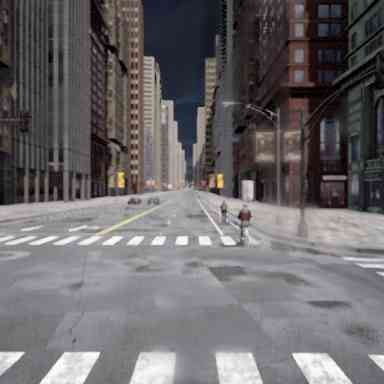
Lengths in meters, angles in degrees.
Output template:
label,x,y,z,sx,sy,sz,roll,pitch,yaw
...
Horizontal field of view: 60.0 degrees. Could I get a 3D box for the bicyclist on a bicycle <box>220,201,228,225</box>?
label,x,y,z,sx,sy,sz,roll,pitch,yaw
bicyclist on a bicycle,2.211,1.439,22.997,0.582,1.620,1.656,0,0,0

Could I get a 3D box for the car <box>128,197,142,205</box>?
label,x,y,z,sx,sy,sz,roll,pitch,yaw
car,-9.846,1.487,57.675,1.994,1.385,4.181,0,0,0

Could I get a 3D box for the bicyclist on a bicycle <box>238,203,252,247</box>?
label,x,y,z,sx,sy,sz,roll,pitch,yaw
bicyclist on a bicycle,2.232,1.366,14.214,0.659,1.776,1.843,0,0,0

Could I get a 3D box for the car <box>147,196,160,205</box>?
label,x,y,z,sx,sy,sz,roll,pitch,yaw
car,-6.596,1.472,57.680,2.033,1.411,5.357,0,0,0
